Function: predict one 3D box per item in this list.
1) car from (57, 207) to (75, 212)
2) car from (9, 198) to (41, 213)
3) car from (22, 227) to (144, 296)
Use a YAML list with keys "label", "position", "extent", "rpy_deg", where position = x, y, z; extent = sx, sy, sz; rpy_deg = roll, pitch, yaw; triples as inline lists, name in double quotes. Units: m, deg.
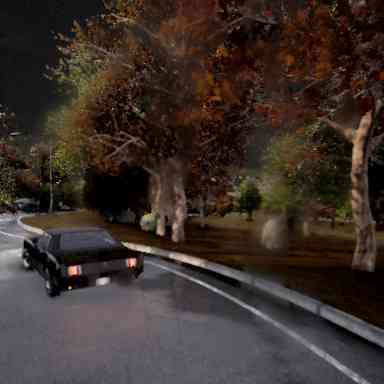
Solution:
- label: "car"
  position: [-22.919, 3.330, 60.681]
  extent: [1.895, 1.301, 4.718]
  rpy_deg: [0, -4, -3]
- label: "car"
  position: [-22.064, 1.772, 44.230]
  extent: [2.150, 2.045, 5.566]
  rpy_deg: [0, -3, -3]
- label: "car"
  position: [-3.112, 1.572, 8.740]
  extent: [1.895, 1.301, 4.718]
  rpy_deg: [-1, 0, -35]
